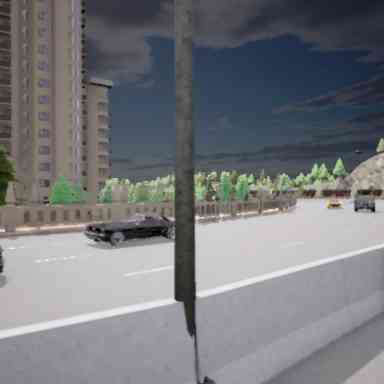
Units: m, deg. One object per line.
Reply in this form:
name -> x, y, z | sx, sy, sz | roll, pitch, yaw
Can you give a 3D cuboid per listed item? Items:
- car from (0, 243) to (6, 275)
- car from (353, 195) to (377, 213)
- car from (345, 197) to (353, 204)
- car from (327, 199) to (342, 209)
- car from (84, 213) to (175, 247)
car -> -6.806, 1.604, 7.890 | 4.181, 1.385, 1.994 | 0, 0, -36
car -> 21.121, 1.418, 40.618 | 2.150, 2.045, 5.566 | 0, -1, 26
car -> 33.333, 1.789, 69.171 | 1.812, 1.442, 4.674 | 0, -1, 8
car -> 21.575, 1.763, 50.460 | 1.882, 1.535, 5.008 | 0, -1, 20
car -> -2.526, 1.664, 15.624 | 4.718, 1.301, 1.895 | 0, 0, -41
